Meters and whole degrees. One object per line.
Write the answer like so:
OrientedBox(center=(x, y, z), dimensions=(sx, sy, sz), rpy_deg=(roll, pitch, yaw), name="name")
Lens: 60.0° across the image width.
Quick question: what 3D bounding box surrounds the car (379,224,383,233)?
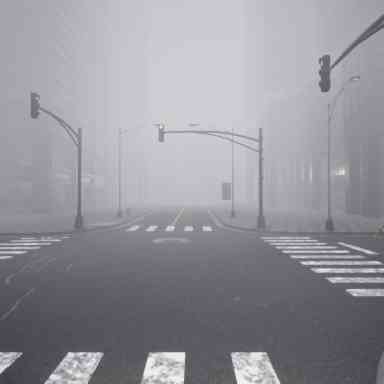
OrientedBox(center=(11.753, 1.563, 16.181), dimensions=(4.829, 1.417, 1.752), rpy_deg=(0, -1, 0), name="car")
